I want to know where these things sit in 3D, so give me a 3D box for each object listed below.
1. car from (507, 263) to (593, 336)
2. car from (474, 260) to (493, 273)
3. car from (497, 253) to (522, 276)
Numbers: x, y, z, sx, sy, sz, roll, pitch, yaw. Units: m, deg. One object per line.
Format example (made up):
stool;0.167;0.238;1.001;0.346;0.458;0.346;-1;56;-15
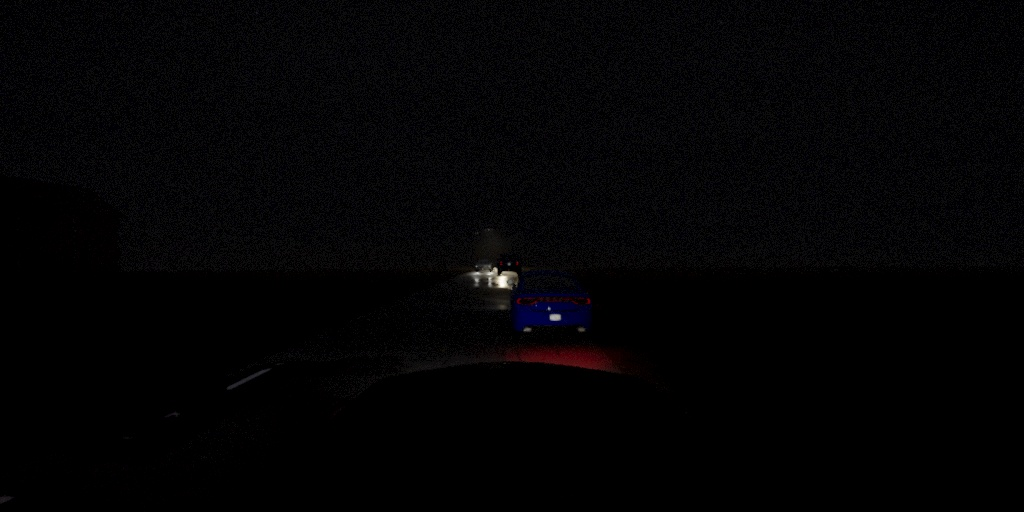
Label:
car;0.886;1.111;10.004;1.882;1.535;5.008;0;1;-1
car;-3.227;1.153;41.492;1.812;1.442;4.674;0;-1;0
car;-0.250;0.789;33.624;2.150;2.045;5.566;0;0;0
